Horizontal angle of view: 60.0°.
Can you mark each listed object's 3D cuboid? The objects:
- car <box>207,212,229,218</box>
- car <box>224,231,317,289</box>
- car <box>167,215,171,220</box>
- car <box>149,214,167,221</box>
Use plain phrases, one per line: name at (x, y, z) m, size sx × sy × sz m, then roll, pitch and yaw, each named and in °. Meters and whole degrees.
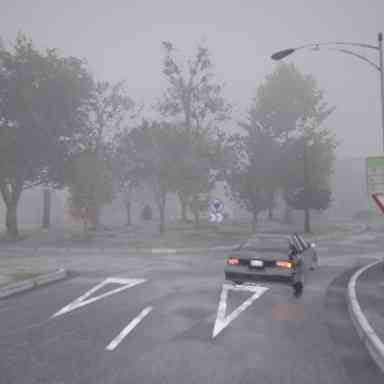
car at (5.097, 4.553, 64.742) m, size 1.837 × 1.490 × 4.892 m, roll 4°, pitch -7°, yaw -41°
car at (2.614, 1.899, 10.154) m, size 2.033 × 1.411 × 5.357 m, roll -3°, pitch -5°, yaw 25°
car at (-9.666, 7.183, 92.932) m, size 5.566 × 2.045 × 2.435 m, roll 1°, pitch -5°, yaw -14°
car at (-9.930, 7.165, 89.972) m, size 4.892 × 1.521 × 2.231 m, roll 1°, pitch -5°, yaw -15°
